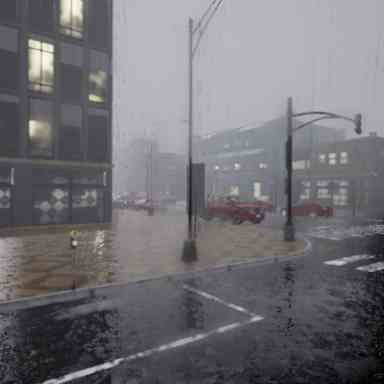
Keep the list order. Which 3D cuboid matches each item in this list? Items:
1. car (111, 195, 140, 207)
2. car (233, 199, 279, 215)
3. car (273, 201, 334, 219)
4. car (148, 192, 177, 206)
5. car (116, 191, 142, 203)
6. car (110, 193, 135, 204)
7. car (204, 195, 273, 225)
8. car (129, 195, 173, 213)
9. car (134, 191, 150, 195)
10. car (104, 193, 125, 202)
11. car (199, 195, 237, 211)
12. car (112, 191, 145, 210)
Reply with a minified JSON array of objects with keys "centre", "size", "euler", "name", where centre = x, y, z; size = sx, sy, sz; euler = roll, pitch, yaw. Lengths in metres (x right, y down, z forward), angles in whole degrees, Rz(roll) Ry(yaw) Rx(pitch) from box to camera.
[{"centre":[-8.415,1.119,41.865],"size":[1.994,1.385,4.181],"euler":[0,0,-36],"name":"car"},{"centre":[6.070,1.385,31.918],"size":[1.802,1.307,4.206],"euler":[1,0,-36],"name":"car"},{"centre":[9.353,1.416,27.449],"size":[1.887,1.381,4.507],"euler":[1,0,-36],"name":"car"},{"centre":[-3.778,1.145,45.329],"size":[2.008,1.369,4.403],"euler":[1,0,-36],"name":"car"},{"centre":[-10.339,0.764,54.271],"size":[2.192,1.841,5.009],"euler":[1,0,-36],"name":"car"},{"centre":[-10.482,0.980,49.972],"size":[1.837,1.490,4.892],"euler":[0,0,-36],"name":"car"},{"centre":[2.605,1.129,22.488],"size":[2.192,1.841,5.009],"euler":[1,0,-36],"name":"car"},{"centre":[-3.968,1.259,31.428],"size":[1.802,1.307,4.206],"euler":[1,0,-36],"name":"car"},{"centre":[-7.055,0.837,49.799],"size":[2.192,1.841,5.009],"euler":[1,0,-36],"name":"car"},{"centre":[-13.728,0.898,58.878],"size":[1.752,1.417,4.829],"euler":[1,0,-36],"name":"car"},{"centre":[2.789,1.174,36.390],"size":[1.967,1.590,4.097],"euler":[1,0,-36],"name":"car"},{"centre":[-7.247,1.048,35.898],"size":[1.967,1.590,4.097],"euler":[1,0,-36],"name":"car"}]
